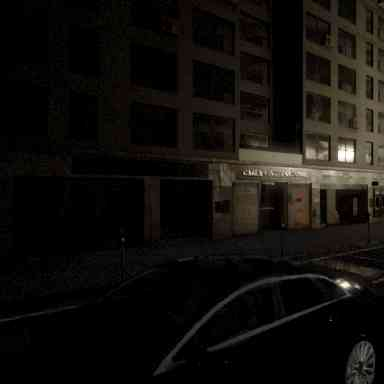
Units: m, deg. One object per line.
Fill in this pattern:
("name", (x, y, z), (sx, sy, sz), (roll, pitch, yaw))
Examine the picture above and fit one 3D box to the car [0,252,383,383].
("car", (0.147, 1.491, 3.475), (4.902, 1.511, 2.128), (0, 0, -35))
